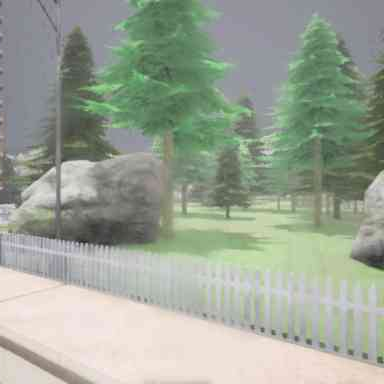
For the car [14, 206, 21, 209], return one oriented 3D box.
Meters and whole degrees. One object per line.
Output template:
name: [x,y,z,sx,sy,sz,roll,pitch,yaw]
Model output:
car: [-21.506,1.641,44.134,1.895,1.301,4.718,0,0,2]
